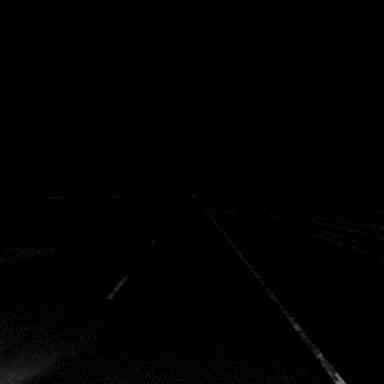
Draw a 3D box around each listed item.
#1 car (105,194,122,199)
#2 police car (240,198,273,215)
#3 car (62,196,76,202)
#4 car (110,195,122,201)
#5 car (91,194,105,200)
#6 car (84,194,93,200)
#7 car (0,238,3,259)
[{"bbox_3d":[-17.512,1.437,76.081,2.150,2.045,5.566,0,0,0],"label":"car"},{"bbox_3d":[6.453,1.450,34.329,1.930,1.638,5.238,-3,0,-13],"label":"police car"},{"bbox_3d":[-28.012,1.735,75.804,1.812,1.442,4.674,0,0,0],"label":"car"},{"bbox_3d":[-21.014,1.620,91.973,2.097,1.767,4.553,0,0,0],"label":"car"},{"bbox_3d":[-21.012,1.736,76.109,1.812,1.442,4.674,0,0,0],"label":"car"},{"bbox_3d":[-28.015,1.490,91.192,2.150,2.045,5.566,0,0,0],"label":"car"},{"bbox_3d":[-6.901,1.364,8.473,2.097,1.767,4.553,0,0,0],"label":"car"}]
